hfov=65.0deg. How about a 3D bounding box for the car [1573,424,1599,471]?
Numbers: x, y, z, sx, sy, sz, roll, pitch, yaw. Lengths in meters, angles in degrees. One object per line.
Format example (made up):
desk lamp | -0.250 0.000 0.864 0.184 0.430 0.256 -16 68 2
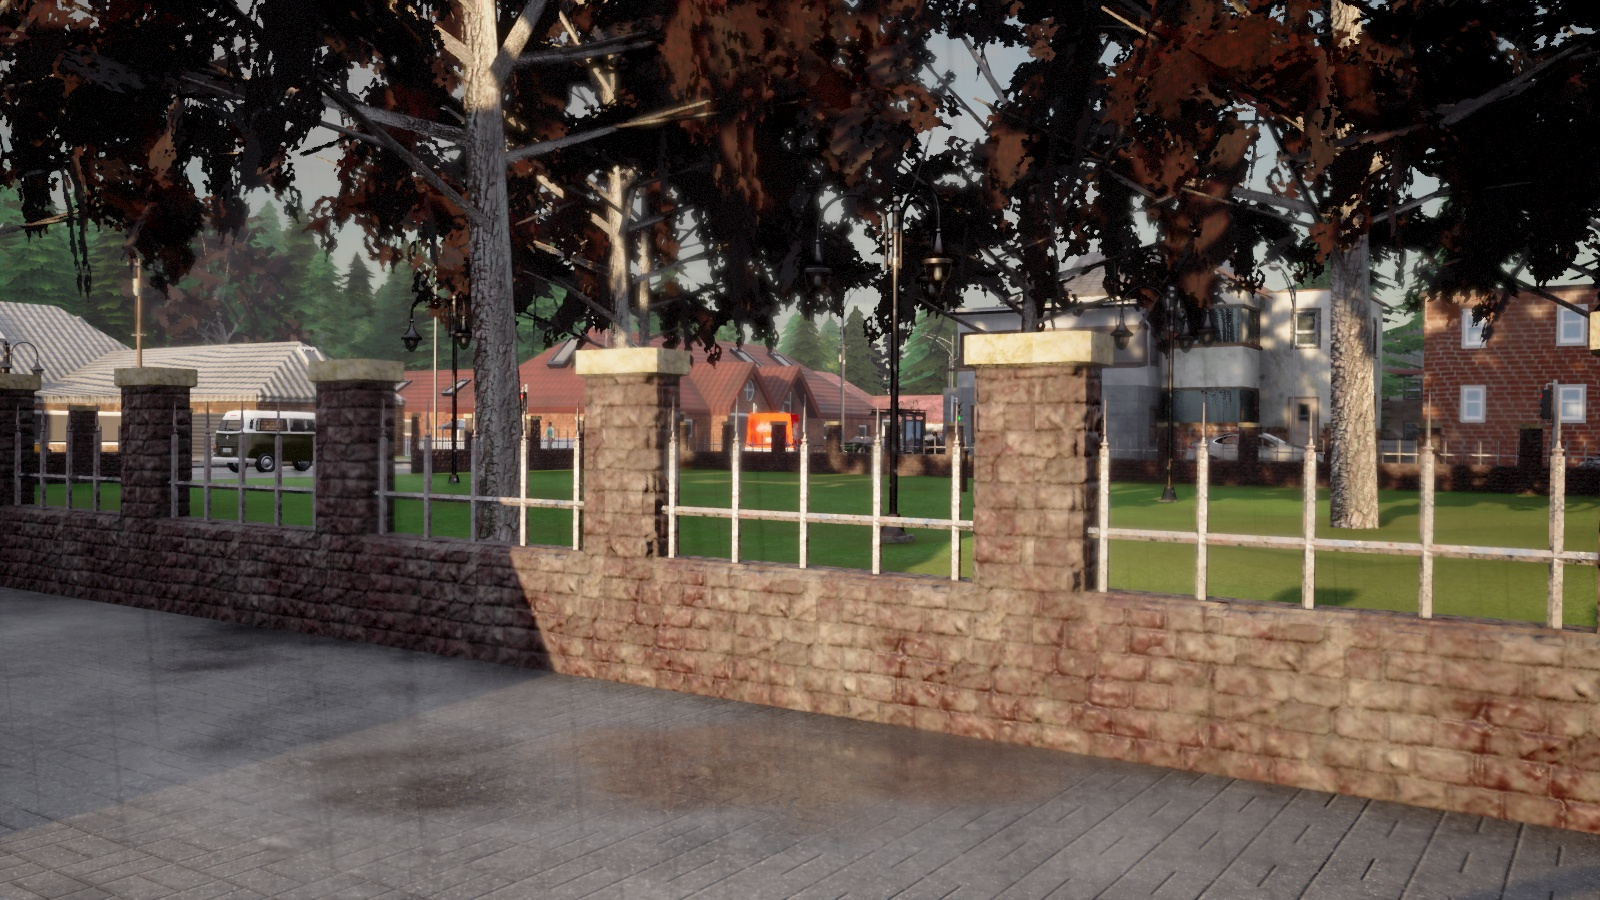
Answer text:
car | 27.729 -0.112 40.177 4.902 1.511 2.128 0 1 26

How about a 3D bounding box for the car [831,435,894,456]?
car | 4.089 -0.313 81.110 1.895 1.301 4.718 0 1 34

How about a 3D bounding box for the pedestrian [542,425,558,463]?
pedestrian | -12.623 -0.317 63.382 0.396 1.930 0.692 0 1 33

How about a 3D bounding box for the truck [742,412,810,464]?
truck | -1.148 -0.605 63.099 2.627 2.467 5.204 -1 1 7

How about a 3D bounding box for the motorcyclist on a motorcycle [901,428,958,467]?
motorcyclist on a motorcycle | 5.646 -0.118 54.841 2.350 1.649 0.766 0 1 34

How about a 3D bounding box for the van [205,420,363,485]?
van | -17.129 0.038 41.871 2.069 2.038 4.480 0 1 32

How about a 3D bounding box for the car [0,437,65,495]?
car | -22.672 0.457 33.476 1.882 1.535 5.008 0 1 32

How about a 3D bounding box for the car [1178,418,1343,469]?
car | 15.818 -0.223 43.176 5.027 1.651 2.152 0 1 31
